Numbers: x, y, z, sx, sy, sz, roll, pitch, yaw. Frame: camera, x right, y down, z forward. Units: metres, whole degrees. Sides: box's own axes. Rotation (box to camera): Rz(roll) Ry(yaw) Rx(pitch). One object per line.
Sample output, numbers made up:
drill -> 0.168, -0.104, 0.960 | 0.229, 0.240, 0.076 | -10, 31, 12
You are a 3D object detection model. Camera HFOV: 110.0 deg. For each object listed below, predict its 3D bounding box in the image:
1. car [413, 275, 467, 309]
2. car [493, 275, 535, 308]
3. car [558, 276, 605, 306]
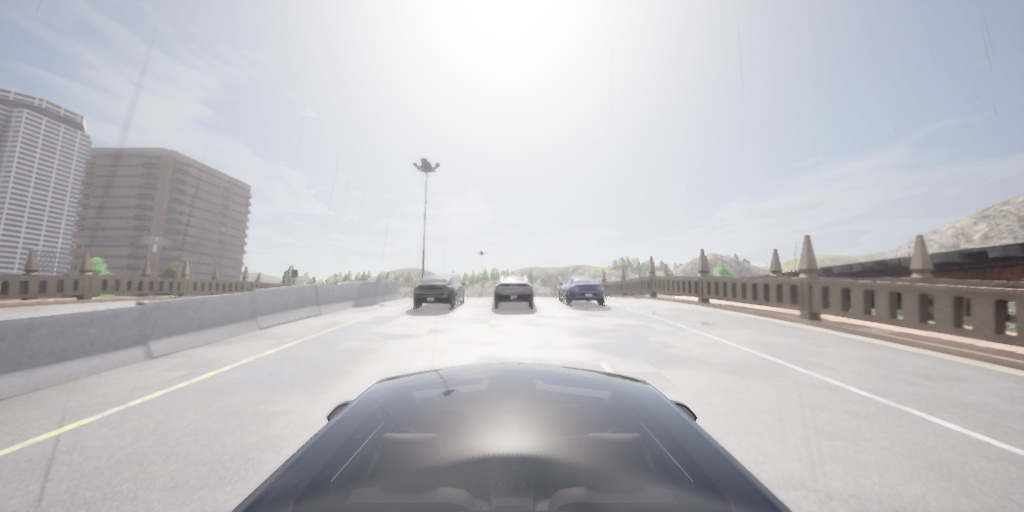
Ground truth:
car -> -3.417, 1.695, 17.446 | 1.837, 1.490, 4.892 | 0, -3, 0
car -> 0.083, 1.707, 17.862 | 2.128, 1.511, 4.902 | 0, -3, 0
car -> 3.582, 1.807, 18.956 | 1.812, 1.442, 4.674 | 0, -4, 0
